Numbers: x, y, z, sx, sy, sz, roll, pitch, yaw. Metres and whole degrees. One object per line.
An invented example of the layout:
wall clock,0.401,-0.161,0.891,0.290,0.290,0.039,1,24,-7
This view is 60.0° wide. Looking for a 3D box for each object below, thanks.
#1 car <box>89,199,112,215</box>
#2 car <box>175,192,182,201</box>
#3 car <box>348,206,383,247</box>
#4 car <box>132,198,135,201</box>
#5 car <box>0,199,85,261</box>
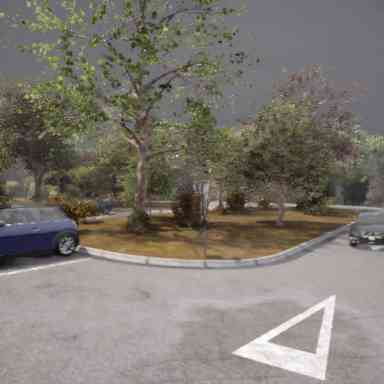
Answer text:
car,-9.472,1.379,29.972,1.837,1.490,4.892,-1,-1,35
car,-1.068,0.915,60.496,5.566,2.045,2.150,0,-1,36
car,8.393,1.593,15.084,1.837,1.490,4.892,-1,-1,34
car,-13.423,1.037,68.662,4.553,1.767,2.097,0,-1,27
car,-5.749,1.146,9.930,2.185,1.767,4.553,2,0,35
